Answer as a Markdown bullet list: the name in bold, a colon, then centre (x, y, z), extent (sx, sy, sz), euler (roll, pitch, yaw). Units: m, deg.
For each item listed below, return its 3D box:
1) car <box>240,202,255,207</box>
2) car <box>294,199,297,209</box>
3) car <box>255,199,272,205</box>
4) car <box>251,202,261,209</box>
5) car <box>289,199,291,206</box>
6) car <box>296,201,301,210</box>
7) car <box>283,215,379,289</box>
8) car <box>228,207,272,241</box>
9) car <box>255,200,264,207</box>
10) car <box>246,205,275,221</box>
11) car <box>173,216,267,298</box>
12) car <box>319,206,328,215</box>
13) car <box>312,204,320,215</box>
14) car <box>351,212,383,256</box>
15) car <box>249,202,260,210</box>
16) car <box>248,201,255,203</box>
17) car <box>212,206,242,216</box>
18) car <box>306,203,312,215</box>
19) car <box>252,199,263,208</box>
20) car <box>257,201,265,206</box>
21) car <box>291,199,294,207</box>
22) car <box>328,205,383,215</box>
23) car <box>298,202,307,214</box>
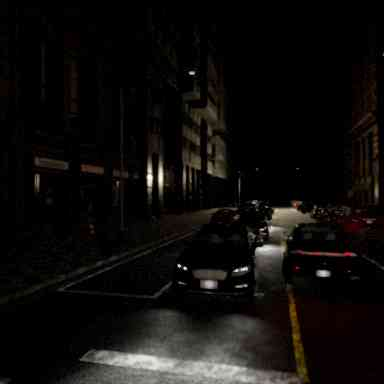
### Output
- **car**: centre (6.700, 2.337, 42.837), extent (1.802, 1.307, 4.206), euler (-1, -1, 14)
- **car**: centre (19.060, 2.419, 57.081), extent (1.967, 1.590, 4.097), euler (-1, -1, 14)
- **car**: centre (9.704, 2.163, 43.458), extent (2.097, 1.767, 4.553), euler (0, -1, 14)
- **car**: centre (13.513, 2.809, 70.002), extent (1.802, 1.307, 4.206), euler (-1, -1, 14)
- **car**: centre (24.552, 2.887, 78.975), extent (1.752, 1.417, 4.829), euler (-1, -1, 14)
- **car**: centre (17.698, 2.466, 51.646), extent (1.802, 1.307, 4.206), euler (-1, -1, 14)
- **car**: centre (3.757, 1.666, 9.819), extent (2.128, 1.511, 4.902), euler (0, -1, 19)
- **car**: centre (3.442, 1.842, 18.896), extent (1.837, 1.490, 4.892), euler (0, -1, 14)
- **car**: centre (17.601, 2.953, 86.304), extent (1.967, 1.590, 4.097), euler (-1, -1, 14)
- **car**: centre (5.891, 2.067, 28.615), extent (1.994, 1.385, 4.181), euler (0, -1, 14)
- **car**: centre (0.889, 1.662, 9.172), extent (2.128, 1.511, 4.902), euler (0, -1, 13)
- **car**: centre (10.884, 1.960, 24.483), extent (1.887, 1.381, 4.507), euler (-1, -1, 14)
- **car**: centre (12.288, 2.037, 30.081), extent (1.752, 1.417, 4.829), euler (-1, -1, 14)
- **car**: centre (8.200, 1.758, 13.783), extent (1.752, 1.417, 4.829), euler (-1, -1, 14)
- **car**: centre (12.109, 2.655, 64.406), extent (1.752, 1.417, 4.829), euler (-1, -1, 14)
- **car**: centre (8.062, 2.431, 48.270), extent (1.802, 1.307, 4.206), euler (-1, -1, 14)
- **car**: centre (2.611, 2.019, 26.539), extent (1.887, 1.381, 4.507), euler (-1, -1, 14)
- **car**: centre (13.610, 2.153, 35.348), extent (2.008, 1.369, 4.403), euler (-1, -1, 14)
- **car**: centre (14.875, 2.637, 75.440), extent (2.192, 1.841, 5.009), euler (-1, -1, 14)
- **car**: centre (18.964, 3.160, 91.735), extent (2.008, 1.369, 4.403), euler (-1, -1, 14)
- **car**: centre (21.785, 2.608, 67.946), extent (1.967, 1.590, 4.097), euler (-1, -1, 14)
- **car**: centre (9.520, 1.638, 19.054), extent (2.192, 1.841, 5.009), euler (-1, -1, 14)
- **car**: centre (16.335, 2.356, 46.213), extent (1.947, 1.339, 4.313), euler (-1, -1, 14)
